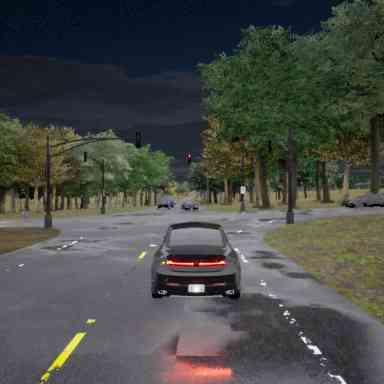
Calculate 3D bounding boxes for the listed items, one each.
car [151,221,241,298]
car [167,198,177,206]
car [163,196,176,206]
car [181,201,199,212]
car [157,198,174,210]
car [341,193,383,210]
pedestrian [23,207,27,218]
[{"bbox_3d":[0.083,1.508,8.477,1.837,1.490,4.892,0,0,0],"label":"car"},{"bbox_3d":[-4.815,2.393,80.647,2.097,1.767,4.553,0,-2,-1],"label":"car"},{"bbox_3d":[-4.410,1.802,60.090,2.150,2.045,5.566,0,-1,-2],"label":"car"},{"bbox_3d":[-0.335,1.899,44.134,1.895,1.301,4.718,0,-1,-8],"label":"car"},{"bbox_3d":[-4.204,2.007,50.223,1.895,1.301,4.718,0,-1,-1],"label":"car"},{"bbox_3d":[16.795,0.838,30.879,5.357,1.411,2.033,-2,-1,2],"label":"car"},{"bbox_3d":[-18.115,2.203,36.069,0.375,1.300,0.375,0,1,2],"label":"pedestrian"}]
